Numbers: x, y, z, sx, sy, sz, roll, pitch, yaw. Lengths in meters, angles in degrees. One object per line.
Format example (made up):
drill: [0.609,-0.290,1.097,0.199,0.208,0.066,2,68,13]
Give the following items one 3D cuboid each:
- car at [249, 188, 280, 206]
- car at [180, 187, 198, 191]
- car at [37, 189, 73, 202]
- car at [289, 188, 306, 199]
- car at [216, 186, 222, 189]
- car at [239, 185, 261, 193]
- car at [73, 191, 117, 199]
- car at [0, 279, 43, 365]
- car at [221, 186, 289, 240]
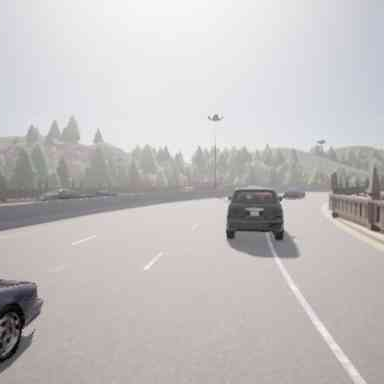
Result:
car: [7.204,0.458,32.696,1.882,1.535,5.008,1,2,25]
car: [-0.596,0.045,48.131,1.882,1.535,5.008,1,2,31]
car: [-14.236,0.452,35.611,2.128,1.511,4.902,0,2,21]
car: [13.906,0.153,44.890,1.994,1.385,4.181,1,2,34]
car: [6.752,-0.580,69.991,1.837,1.490,4.892,1,2,42]
car: [12.462,-0.624,70.927,2.128,1.511,4.902,1,2,45]
car: [-10.296,0.535,36.211,1.895,1.301,4.718,0,2,22]
car: [-3.258,1.463,2.517,2.033,1.411,5.357,0,2,3]
car: [2.712,0.774,14.389,2.150,2.045,5.566,0,2,11]
